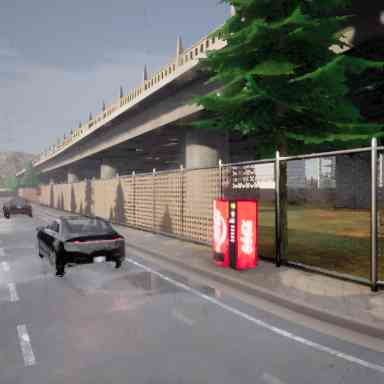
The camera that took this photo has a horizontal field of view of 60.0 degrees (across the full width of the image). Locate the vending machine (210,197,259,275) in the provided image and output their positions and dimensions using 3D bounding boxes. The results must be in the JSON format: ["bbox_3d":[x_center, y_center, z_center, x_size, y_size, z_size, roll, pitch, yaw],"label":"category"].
[{"bbox_3d":[1.237,1.195,9.664,1.100,2.100,0.880,0,0,-32],"label":"vending machine"}]

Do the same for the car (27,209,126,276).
[{"bbox_3d":[-3.649,1.492,10.499,2.128,1.511,4.902,0,0,-32],"label":"car"}]

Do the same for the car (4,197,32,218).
[{"bbox_3d":[-16.182,1.351,30.806,2.097,1.767,4.553,0,0,-32],"label":"car"}]
